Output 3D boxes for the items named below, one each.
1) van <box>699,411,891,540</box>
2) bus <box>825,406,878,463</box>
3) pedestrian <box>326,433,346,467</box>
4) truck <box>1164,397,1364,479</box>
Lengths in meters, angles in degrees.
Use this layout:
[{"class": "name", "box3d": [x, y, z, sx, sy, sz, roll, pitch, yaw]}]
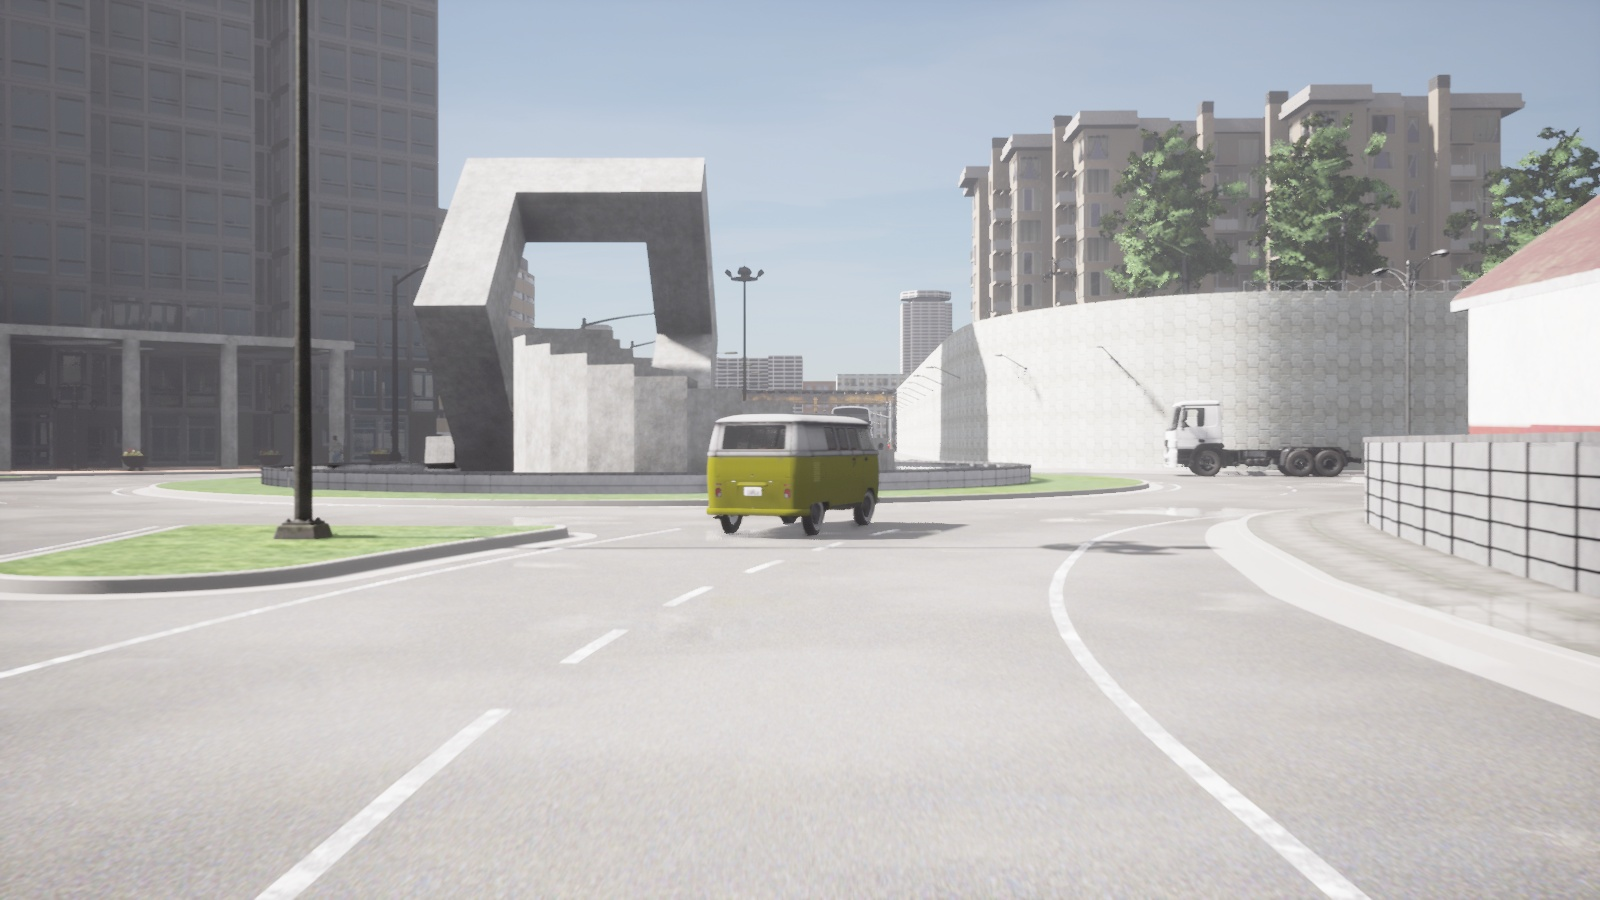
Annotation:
[{"class": "van", "box3d": [0.044, 0.377, 21.686, 1.775, 1.987, 4.442, 0, 0, 22]}, {"class": "bus", "box3d": [4.053, -1.186, 99.178, 3.944, 4.253, 10.273, 0, 0, 2]}, {"class": "pedestrian", "box3d": [-25.513, -0.005, 69.054, 0.900, 1.855, 0.874, 0, 0, -33]}, {"class": "truck", "box3d": [20.326, -0.531, 55.492, 7.936, 3.462, 2.891, 0, 0, 11]}]
